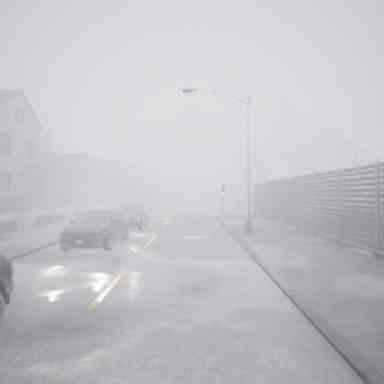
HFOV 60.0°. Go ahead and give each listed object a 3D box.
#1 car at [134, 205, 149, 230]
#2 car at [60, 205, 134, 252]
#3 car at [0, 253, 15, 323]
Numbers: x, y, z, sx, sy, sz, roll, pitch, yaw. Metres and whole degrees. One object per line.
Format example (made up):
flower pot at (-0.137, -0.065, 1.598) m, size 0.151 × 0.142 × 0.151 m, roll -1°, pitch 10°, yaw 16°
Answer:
car at (-3.913, 1.607, 21.716) m, size 1.812 × 1.442 × 4.674 m, roll 0°, pitch 0°, yaw 0°
car at (-4.031, 1.528, 14.451) m, size 1.882 × 1.535 × 5.008 m, roll 0°, pitch 0°, yaw 0°
car at (-4.090, 1.500, 3.971) m, size 2.128 × 1.511 × 4.902 m, roll 0°, pitch 0°, yaw 0°
